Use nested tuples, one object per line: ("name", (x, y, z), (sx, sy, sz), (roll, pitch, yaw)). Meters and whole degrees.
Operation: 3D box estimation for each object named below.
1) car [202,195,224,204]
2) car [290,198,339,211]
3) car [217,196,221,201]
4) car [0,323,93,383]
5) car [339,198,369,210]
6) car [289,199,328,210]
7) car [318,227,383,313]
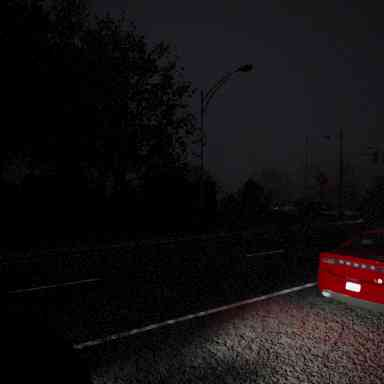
("car", (4.001, 1.388, 63.459), (1.812, 1.442, 4.674), (0, 1, -32))
("car", (14.476, 1.478, 39.839), (1.882, 1.535, 5.008), (0, 0, -33))
("car", (3.925, 1.455, 56.649), (1.812, 1.442, 4.674), (0, 1, -32))
("car", (-2.969, 1.492, 1.636), (4.902, 1.511, 2.128), (0, 0, -35))
("car", (20.638, 1.526, 43.576), (1.812, 1.442, 4.674), (0, 0, -32))
("car", (15.647, 1.601, 44.942), (1.895, 1.301, 4.718), (0, 0, -32))
("car", (4.783, 1.478, 7.136), (5.008, 1.535, 1.882), (0, 0, -35))
